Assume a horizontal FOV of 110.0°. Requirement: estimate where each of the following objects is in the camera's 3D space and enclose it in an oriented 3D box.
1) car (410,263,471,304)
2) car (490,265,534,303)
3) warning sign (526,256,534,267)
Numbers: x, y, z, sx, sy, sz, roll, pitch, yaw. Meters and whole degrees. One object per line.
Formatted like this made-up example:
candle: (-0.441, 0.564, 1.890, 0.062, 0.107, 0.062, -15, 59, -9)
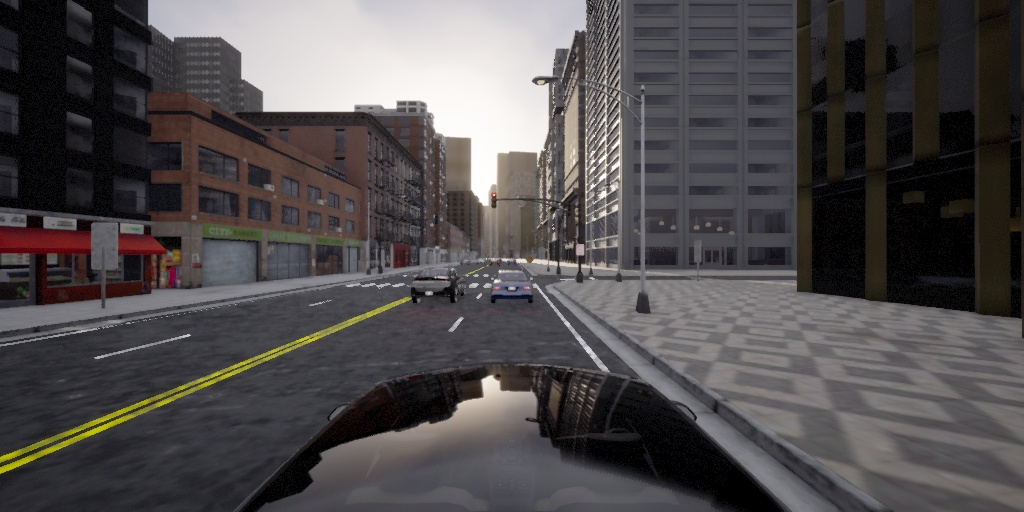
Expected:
car: (-3.250, 1.246, 16.500, 2.128, 1.511, 4.902, 0, 0, 0)
car: (-0.001, 1.314, 16.500, 2.033, 1.411, 5.357, 0, 0, 0)
warning sign: (2.850, 0.849, 57.237, 1.300, 1.860, 1.060, 0, 0, 0)
